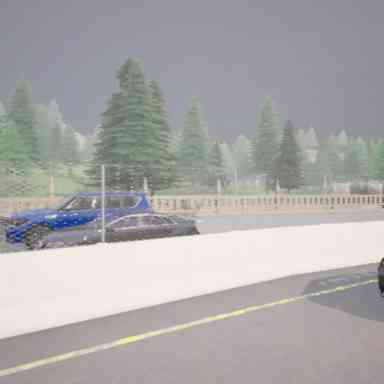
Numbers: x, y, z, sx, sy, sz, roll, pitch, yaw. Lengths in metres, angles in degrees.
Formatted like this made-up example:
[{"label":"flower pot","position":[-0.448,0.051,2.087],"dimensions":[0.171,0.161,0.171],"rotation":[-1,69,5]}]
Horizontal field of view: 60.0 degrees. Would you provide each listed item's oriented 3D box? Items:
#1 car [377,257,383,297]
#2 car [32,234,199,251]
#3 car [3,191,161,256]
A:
[{"label":"car","position":[5.668,1.427,6.432],"dimensions":[4.892,1.490,1.837],"rotation":[0,1,-29]},{"label":"car","position":[-2.086,1.332,10.257],"dimensions":[4.902,1.511,2.128],"rotation":[0,1,-31]},{"label":"car","position":[-4.195,1.014,13.103],"dimensions":[5.566,2.045,2.150],"rotation":[0,1,-31]}]
